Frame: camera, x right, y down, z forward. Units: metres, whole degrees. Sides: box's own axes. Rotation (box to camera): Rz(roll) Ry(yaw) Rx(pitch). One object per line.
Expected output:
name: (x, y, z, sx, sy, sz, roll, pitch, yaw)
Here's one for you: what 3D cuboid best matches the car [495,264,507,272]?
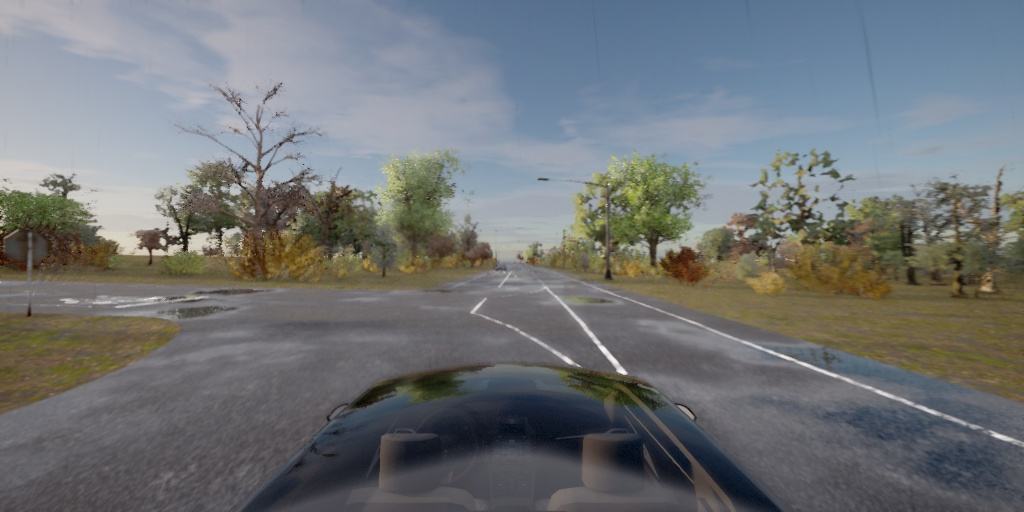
car: (-1.998, 2.156, 64.941, 1.994, 1.385, 4.181, -1, -1, 2)
